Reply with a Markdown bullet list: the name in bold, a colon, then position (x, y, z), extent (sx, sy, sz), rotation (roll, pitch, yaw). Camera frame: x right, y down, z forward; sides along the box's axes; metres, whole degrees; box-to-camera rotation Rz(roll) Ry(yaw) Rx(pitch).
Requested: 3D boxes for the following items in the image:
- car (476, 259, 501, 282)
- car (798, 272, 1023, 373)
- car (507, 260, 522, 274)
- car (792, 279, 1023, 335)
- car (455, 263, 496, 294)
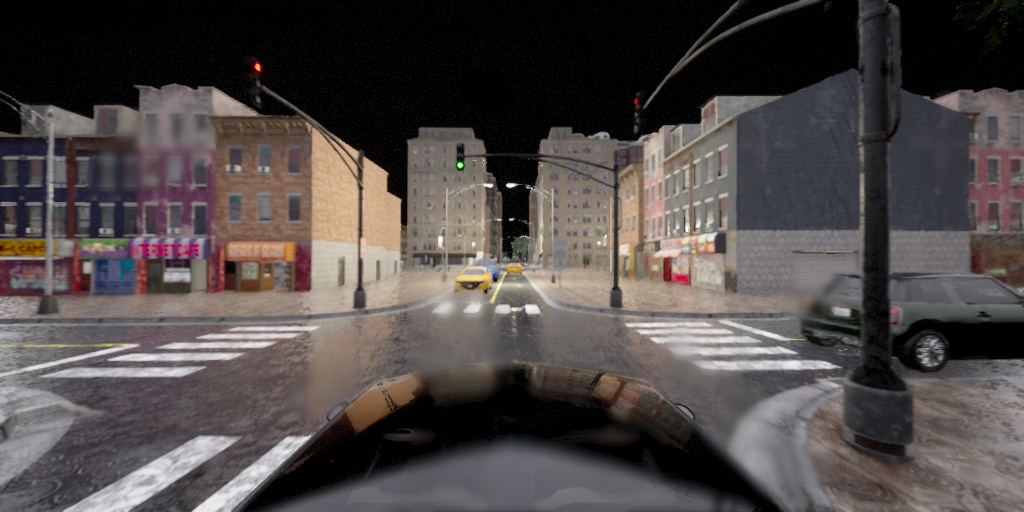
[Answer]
- **car**: position (-2.313, 1.269, 32.648), extent (2.150, 2.045, 5.566), rotation (0, -1, 0)
- **car**: position (8.549, 1.097, 7.182), extent (4.553, 1.767, 2.097), rotation (0, 0, -5)
- **car**: position (0.353, 1.695, 49.309), extent (1.882, 1.535, 5.008), rotation (0, 0, 0)
- **car**: position (11.018, 1.362, 10.135), extent (4.718, 1.301, 1.895), rotation (0, -1, 0)
- **car**: position (-2.287, 1.424, 22.458), extent (1.882, 1.535, 5.008), rotation (0, -1, 1)
